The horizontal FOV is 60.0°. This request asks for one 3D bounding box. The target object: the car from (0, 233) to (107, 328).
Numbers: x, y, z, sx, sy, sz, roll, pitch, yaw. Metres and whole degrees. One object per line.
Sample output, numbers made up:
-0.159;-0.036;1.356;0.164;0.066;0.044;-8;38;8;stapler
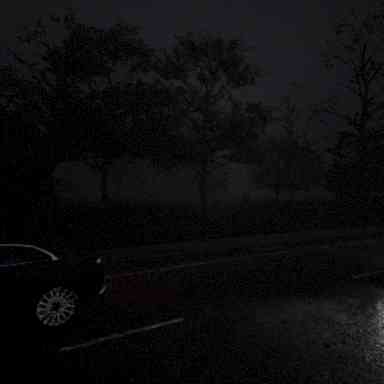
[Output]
-3.882;1.479;5.390;4.902;1.511;2.128;0;0;-35;car
